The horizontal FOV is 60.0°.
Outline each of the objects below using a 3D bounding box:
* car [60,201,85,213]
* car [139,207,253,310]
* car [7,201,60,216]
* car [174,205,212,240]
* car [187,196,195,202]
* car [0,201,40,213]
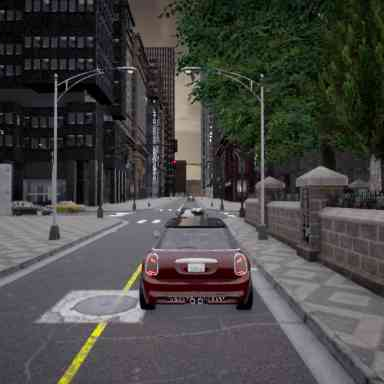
[{"bbox_3d":[-14.907,1.676,38.542,4.829,1.417,1.752,0,-1,0],"label":"car"},{"bbox_3d":[0.070,1.357,7.985,2.097,1.767,4.553,0,0,0],"label":"car"},{"bbox_3d":[-14.744,1.518,30.018,4.403,1.369,2.008,0,-1,0],"label":"car"},{"bbox_3d":[0.033,1.541,18.112,1.812,1.442,4.674,0,0,0],"label":"car"},{"bbox_3d":[-0.289,1.726,81.283,1.812,1.442,4.674,0,0,0],"label":"car"},{"bbox_3d":[-20.250,1.709,38.552,4.403,1.369,2.008,0,-1,0],"label":"car"}]
